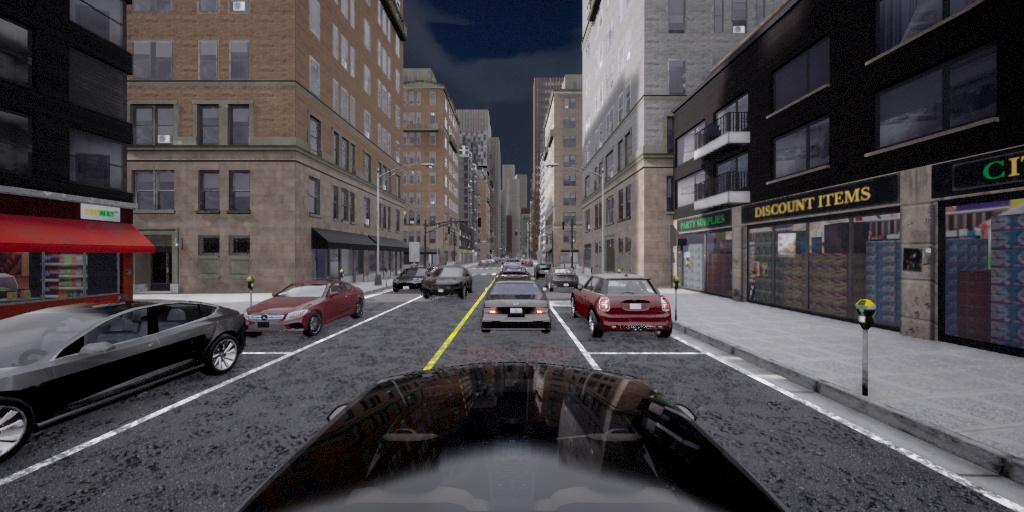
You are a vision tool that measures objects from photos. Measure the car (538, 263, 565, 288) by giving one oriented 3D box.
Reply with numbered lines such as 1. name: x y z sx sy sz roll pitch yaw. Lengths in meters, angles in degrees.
1. car: 2.887 1.301 21.251 2.007 1.370 4.403 0 0 0

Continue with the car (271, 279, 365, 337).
1. car: -5.657 1.332 10.263 1.802 1.307 4.207 0 0 0

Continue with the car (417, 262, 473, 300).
1. car: -3.067 1.228 18.002 1.882 1.535 5.008 0 0 0

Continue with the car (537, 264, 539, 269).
1. car: 2.905 1.319 32.253 1.948 1.339 4.313 0 0 0

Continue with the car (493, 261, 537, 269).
1. car: 0.129 1.242 21.242 2.128 1.511 4.902 0 0 0

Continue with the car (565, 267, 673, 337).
1. car: 2.868 1.190 10.248 1.967 1.591 4.097 0 0 0

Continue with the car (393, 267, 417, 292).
1. car: -5.638 1.317 21.265 1.948 1.339 4.313 0 0 0

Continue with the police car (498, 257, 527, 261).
1. police car: 0.046 1.178 31.261 1.930 1.638 5.238 0 0 0

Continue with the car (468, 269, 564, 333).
1. car: 0.110 1.297 10.719 2.033 1.411 5.357 0 0 0

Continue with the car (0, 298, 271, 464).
1. car: -5.667 1.316 4.762 1.948 1.339 4.313 0 0 0
